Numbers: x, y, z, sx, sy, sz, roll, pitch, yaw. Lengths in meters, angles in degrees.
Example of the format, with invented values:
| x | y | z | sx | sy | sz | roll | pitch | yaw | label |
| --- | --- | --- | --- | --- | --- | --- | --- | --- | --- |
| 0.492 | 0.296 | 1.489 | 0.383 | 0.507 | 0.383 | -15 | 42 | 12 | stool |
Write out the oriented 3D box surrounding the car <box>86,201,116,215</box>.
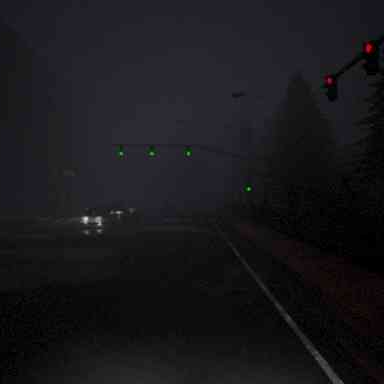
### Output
| x | y | z | sx | sy | sz | roll | pitch | yaw | label |
| --- | --- | --- | --- | --- | --- | --- | --- | --- | --- |
| -10.570 | 1.967 | 38.126 | 1.895 | 1.301 | 4.718 | 0 | -1 | 0 | car |

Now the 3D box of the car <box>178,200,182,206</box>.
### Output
| x | y | z | sx | sy | sz | roll | pitch | yaw | label |
| --- | --- | --- | --- | --- | --- | --- | --- | --- | --- |
| -3.620 | 2.219 | 68.943 | 1.994 | 1.385 | 4.181 | 0 | -1 | -23 | car |

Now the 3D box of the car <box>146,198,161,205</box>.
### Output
| x | y | z | sx | sy | sz | roll | pitch | yaw | label |
| --- | --- | --- | --- | --- | --- | --- | --- | --- | --- |
| -8.136 | 2.237 | 76.822 | 1.837 | 1.490 | 4.892 | 0 | -1 | -37 | car |

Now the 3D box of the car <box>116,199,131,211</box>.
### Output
| x | y | z | sx | sy | sz | roll | pitch | yaw | label |
| --- | --- | --- | --- | --- | --- | --- | --- | --- | --- |
| -10.637 | 2.011 | 48.286 | 2.033 | 1.411 | 5.357 | 0 | -1 | -1 | car |

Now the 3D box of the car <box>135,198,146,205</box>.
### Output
| x | y | z | sx | sy | sz | roll | pitch | yaw | label |
| --- | --- | --- | --- | --- | --- | --- | --- | --- | --- |
| -12.322 | 2.235 | 76.567 | 1.837 | 1.490 | 4.892 | 0 | -1 | -41 | car |

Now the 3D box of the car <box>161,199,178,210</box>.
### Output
| x | y | z | sx | sy | sz | roll | pitch | yaw | label |
| --- | --- | --- | --- | --- | --- | --- | --- | --- | --- |
| -3.592 | 2.027 | 52.250 | 1.812 | 1.442 | 4.674 | 0 | -1 | -4 | car |

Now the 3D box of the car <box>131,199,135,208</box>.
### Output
| x | y | z | sx | sy | sz | roll | pitch | yaw | label |
| --- | --- | --- | --- | --- | --- | --- | --- | --- | --- |
| -11.463 | 2.038 | 58.388 | 1.882 | 1.535 | 5.008 | 0 | 0 | -12 | car |
